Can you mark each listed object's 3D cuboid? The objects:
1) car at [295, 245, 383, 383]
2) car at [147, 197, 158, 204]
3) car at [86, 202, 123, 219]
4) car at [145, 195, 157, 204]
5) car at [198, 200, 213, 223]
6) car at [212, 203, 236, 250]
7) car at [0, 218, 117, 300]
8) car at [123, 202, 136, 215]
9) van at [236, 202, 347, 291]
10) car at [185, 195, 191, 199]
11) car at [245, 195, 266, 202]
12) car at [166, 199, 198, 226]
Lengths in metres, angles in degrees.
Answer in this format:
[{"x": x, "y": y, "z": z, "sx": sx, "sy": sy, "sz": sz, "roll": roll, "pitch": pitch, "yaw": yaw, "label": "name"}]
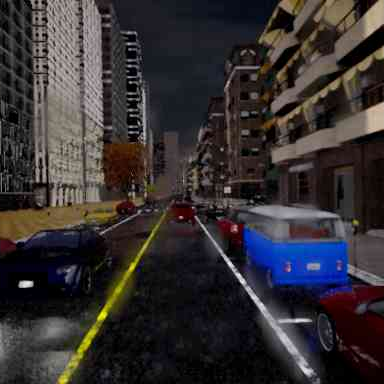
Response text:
[{"x": 2.659, "y": 1.532, "z": 3.157, "sx": 1.802, "sy": 1.307, "sz": 4.206, "roll": -1, "pitch": 0, "yaw": -2, "label": "car"}, {"x": -8.698, "y": 1.832, "z": 73.849, "sx": 1.947, "sy": 1.339, "sz": 4.313, "roll": -1, "pitch": 0, "yaw": -2, "label": "car"}, {"x": -6.635, "y": 1.675, "z": 24.746, "sx": 1.752, "sy": 1.417, "sz": 4.829, "roll": -1, "pitch": 0, "yaw": -2, "label": "car"}, {"x": -8.471, "y": 1.566, "z": 68.332, "sx": 2.192, "sy": 1.841, "sz": 5.009, "roll": -1, "pitch": 0, "yaw": -2, "label": "car"}, {"x": 1.730, "y": 1.536, "z": 25.267, "sx": 2.008, "sy": 1.369, "sz": 4.403, "roll": -1, "pitch": 0, "yaw": -2, "label": "car"}, {"x": 2.192, "y": 1.407, "z": 14.212, "sx": 1.967, "sy": 1.590, "sz": 4.097, "roll": -1, "pitch": 0, "yaw": -2, "label": "car"}, {"x": -3.357, "y": 1.636, "z": 8.562, "sx": 1.994, "sy": 1.385, "sz": 4.181, "roll": -1, "pitch": 0, "yaw": -2, "label": "car"}, {"x": -7.106, "y": 1.715, "z": 35.972, "sx": 1.887, "sy": 1.381, "sz": 4.507, "roll": -1, "pitch": 0, "yaw": -2, "label": "car"}, {"x": 2.422, "y": 1.299, "z": 8.684, "sx": 1.690, "sy": 1.788, "sz": 3.998, "roll": -1, "pitch": 0, "yaw": -2, "label": "van"}, {"x": -1.021, "y": 1.716, "z": 90.755, "sx": 1.947, "sy": 1.339, "sz": 4.313, "roll": -1, "pitch": 0, "yaw": -2, "label": "car"}, {"x": 11.171, "y": 1.180, "z": 56.164, "sx": 4.403, "sy": 1.369, "sz": 2.008, "roll": -2, "pitch": 1, "yaw": -3, "label": "car"}, {"x": -0.822, "y": 1.512, "z": 24.070, "sx": 1.882, "sy": 1.535, "sz": 5.008, "roll": -1, "pitch": 0, "yaw": -3, "label": "car"}]
